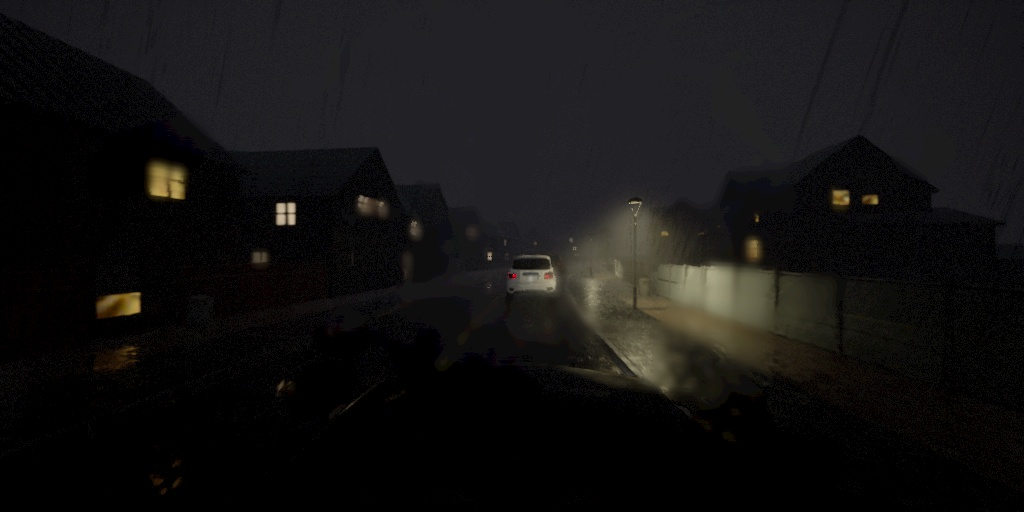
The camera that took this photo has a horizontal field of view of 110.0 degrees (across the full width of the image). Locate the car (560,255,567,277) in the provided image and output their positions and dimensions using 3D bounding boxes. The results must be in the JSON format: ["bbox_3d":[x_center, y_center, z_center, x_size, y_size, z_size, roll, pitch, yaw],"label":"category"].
[{"bbox_3d":[4.269,0.954,36.098,2.150,2.045,5.566,0,0,13],"label":"car"}]

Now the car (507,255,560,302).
[{"bbox_3d":[1.037,0.986,17.211,2.150,2.045,5.566,0,0,6],"label":"car"}]
